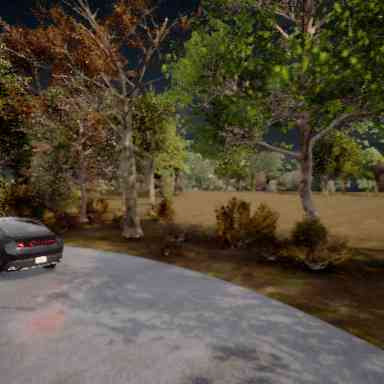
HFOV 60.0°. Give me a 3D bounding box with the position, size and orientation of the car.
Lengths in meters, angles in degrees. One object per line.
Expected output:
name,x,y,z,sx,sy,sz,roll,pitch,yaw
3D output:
car,-5.849,1.533,10.088,4.892,1.490,1.837,-1,0,37
